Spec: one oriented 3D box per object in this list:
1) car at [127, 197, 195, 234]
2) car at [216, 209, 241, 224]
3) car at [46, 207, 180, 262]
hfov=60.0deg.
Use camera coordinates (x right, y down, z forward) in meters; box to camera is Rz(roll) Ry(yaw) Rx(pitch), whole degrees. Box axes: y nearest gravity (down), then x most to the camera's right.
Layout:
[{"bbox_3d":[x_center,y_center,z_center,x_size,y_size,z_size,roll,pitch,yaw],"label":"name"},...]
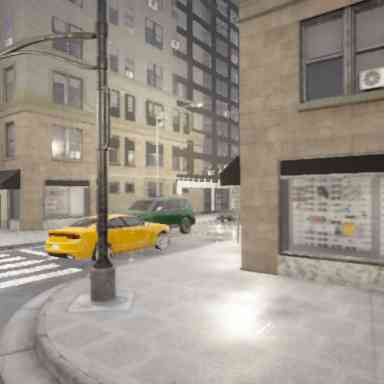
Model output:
[{"bbox_3d":[-2.041,1.319,17.891,2.150,2.045,5.566,-1,-1,36],"label":"car"},{"bbox_3d":[3.983,1.671,26.177,2.033,1.411,5.357,-1,0,36],"label":"car"},{"bbox_3d":[-2.816,1.544,12.334,1.882,1.535,5.008,-3,-1,34],"label":"car"}]
